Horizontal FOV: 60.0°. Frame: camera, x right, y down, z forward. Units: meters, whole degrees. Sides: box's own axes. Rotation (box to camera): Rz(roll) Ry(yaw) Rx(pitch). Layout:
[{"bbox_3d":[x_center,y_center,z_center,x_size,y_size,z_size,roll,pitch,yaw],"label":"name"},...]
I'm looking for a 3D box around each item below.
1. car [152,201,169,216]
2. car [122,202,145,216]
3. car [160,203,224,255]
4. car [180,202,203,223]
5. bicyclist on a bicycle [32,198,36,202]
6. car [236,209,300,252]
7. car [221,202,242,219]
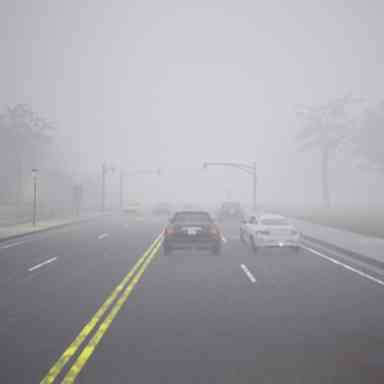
[{"bbox_3d":[-3.263,1.835,37.246,1.882,1.535,5.008,0,-1,0],"label":"car"},{"bbox_3d":[-6.512,1.835,37.248,1.882,1.535,5.008,0,-1,0],"label":"car"},{"bbox_3d":[0.000,1.485,14.077,2.097,1.767,4.553,0,-1,0],"label":"car"},{"bbox_3d":[0.002,1.760,29.476,1.882,1.535,5.008,0,0,0],"label":"car"},{"bbox_3d":[-24.648,1.833,51.770,0.582,1.620,1.656,0,0,0],"label":"bicyclist on a bicycle"},{"bbox_3d":[3.254,1.664,14.384,1.812,1.442,4.674,0,0,0],"label":"car"},{"bbox_3d":[3.247,1.628,29.067,2.097,1.767,4.553,0,-1,0],"label":"car"}]
